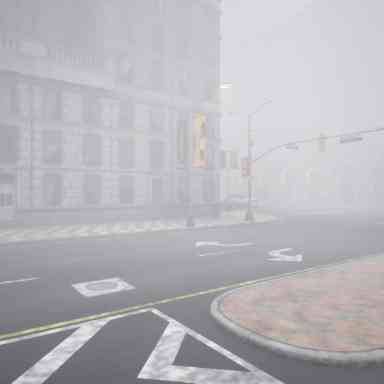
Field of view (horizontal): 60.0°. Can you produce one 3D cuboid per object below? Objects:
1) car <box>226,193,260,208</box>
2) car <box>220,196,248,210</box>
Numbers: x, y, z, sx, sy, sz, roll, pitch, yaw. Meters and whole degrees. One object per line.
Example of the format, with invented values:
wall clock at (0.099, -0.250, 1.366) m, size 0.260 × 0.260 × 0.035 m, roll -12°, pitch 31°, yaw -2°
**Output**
car at (6.897, 1.221, 46.378) m, size 2.150 × 2.045 × 5.566 m, roll 0°, pitch 0°, yaw -37°
car at (4.725, 1.564, 43.414) m, size 1.994 × 1.385 × 4.181 m, roll 0°, pitch 0°, yaw -36°
